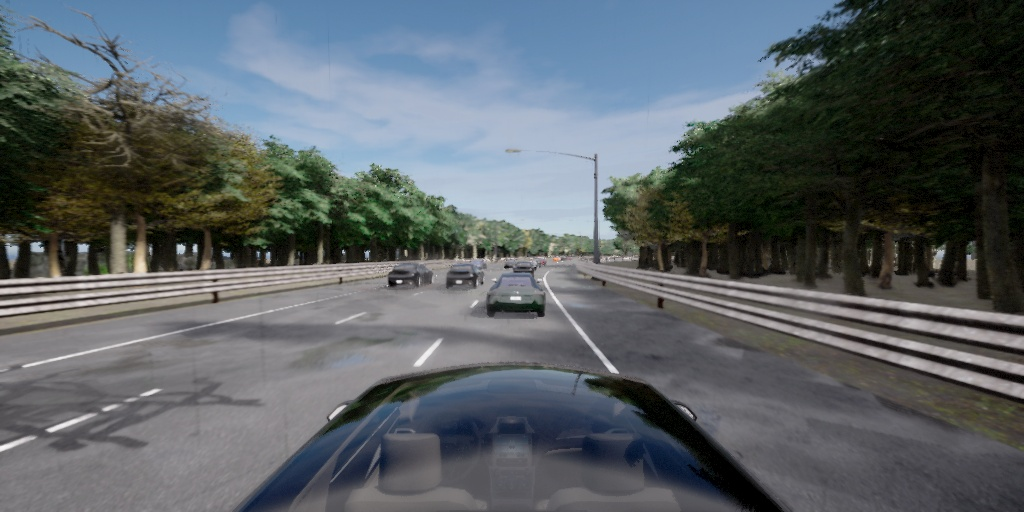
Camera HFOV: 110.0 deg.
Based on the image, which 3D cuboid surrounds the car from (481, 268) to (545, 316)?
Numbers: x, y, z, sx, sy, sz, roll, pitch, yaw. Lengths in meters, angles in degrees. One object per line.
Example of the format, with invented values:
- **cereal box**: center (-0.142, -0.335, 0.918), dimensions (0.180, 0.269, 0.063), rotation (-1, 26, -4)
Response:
- **car**: center (0.176, 1.307, 13.320), dimensions (1.994, 1.385, 4.181), rotation (0, 0, 2)

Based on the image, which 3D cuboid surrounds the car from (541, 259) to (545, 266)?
- **car**: center (3.987, 1.203, 60.463), dimensions (2.128, 1.511, 4.902), rotation (0, 0, 8)

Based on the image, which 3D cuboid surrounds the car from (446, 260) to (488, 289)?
- **car**: center (-2.895, 1.235, 22.918), dimensions (1.837, 1.490, 4.892), rotation (0, 0, 3)

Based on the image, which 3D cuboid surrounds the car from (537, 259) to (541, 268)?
- **car**: center (2.529, 1.322, 48.540), dimensions (1.895, 1.301, 4.718), rotation (0, 0, 6)

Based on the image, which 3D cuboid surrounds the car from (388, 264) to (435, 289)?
- **car**: center (-6.397, 1.227, 23.181), dimensions (1.837, 1.490, 4.892), rotation (0, 0, 3)

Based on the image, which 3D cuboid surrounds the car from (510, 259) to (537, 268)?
- **car**: center (1.120, 1.236, 32.535), dimensions (1.837, 1.490, 4.892), rotation (0, 0, 4)

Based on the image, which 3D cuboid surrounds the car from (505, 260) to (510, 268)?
- **car**: center (0.082, 1.274, 57.030), dimensions (1.994, 1.385, 4.181), rotation (0, 0, 7)
